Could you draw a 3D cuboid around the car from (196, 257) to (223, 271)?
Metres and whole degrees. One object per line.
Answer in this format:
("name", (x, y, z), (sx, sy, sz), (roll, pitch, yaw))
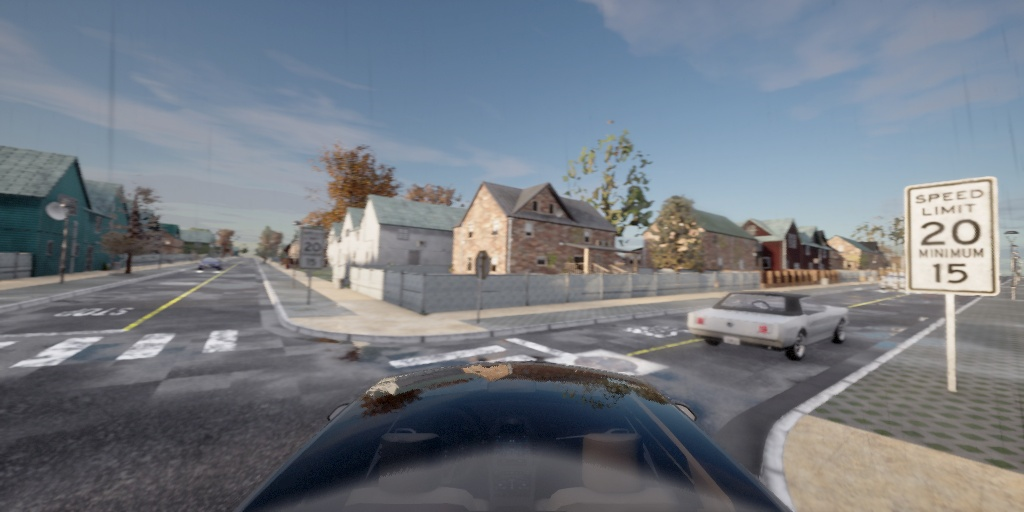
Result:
("car", (-33.985, 0.887, 40.522), (1.812, 1.442, 4.674), (4, -2, -36))

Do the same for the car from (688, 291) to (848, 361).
("car", (6.407, 1.518, 8.749), (4.718, 1.301, 1.895), (1, -2, -35))

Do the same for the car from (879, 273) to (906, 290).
("car", (33.716, 2.236, 31.175), (4.674, 1.442, 1.812), (2, -2, -35))
